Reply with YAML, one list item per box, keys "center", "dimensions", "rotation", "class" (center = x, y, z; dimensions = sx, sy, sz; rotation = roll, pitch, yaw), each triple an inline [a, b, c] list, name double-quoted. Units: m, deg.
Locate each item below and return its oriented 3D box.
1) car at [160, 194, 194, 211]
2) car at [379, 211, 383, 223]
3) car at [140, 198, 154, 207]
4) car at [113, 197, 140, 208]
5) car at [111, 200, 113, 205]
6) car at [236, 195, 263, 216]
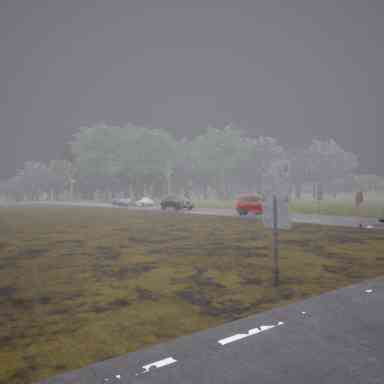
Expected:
- center: [-2.019, 1.348, 42.954]
  dimensions: [2.150, 2.045, 5.566]
  rotation: [-2, 1, -35]
  class: "car"
- center: [14.847, 1.581, 20.906]
  dimensions: [5.357, 1.411, 2.033]
  rotation: [0, 1, 43]
  class: "car"
- center: [-8.208, 1.700, 56.572]
  dimensions: [1.812, 1.442, 4.674]
  rotation: [-2, 1, -36]
  class: "car"
- center: [-10.958, 1.822, 55.516]
  dimensions: [1.812, 1.442, 4.674]
  rotation: [-2, 1, -36]
  class: "car"
- center: [-14.086, 1.776, 64.714]
  dimensions: [2.128, 1.511, 4.902]
  rotation: [-2, 0, -36]
  class: "car"
- center: [6.533, 1.285, 31.086]
  dimensions: [2.150, 2.045, 5.566]
  rotation: [-2, 1, -36]
  class: "car"
